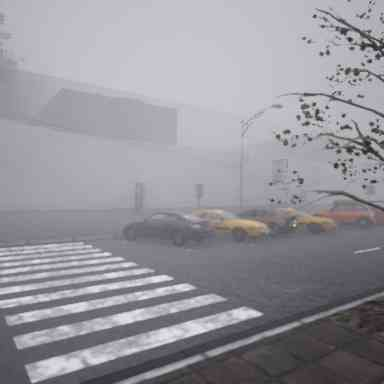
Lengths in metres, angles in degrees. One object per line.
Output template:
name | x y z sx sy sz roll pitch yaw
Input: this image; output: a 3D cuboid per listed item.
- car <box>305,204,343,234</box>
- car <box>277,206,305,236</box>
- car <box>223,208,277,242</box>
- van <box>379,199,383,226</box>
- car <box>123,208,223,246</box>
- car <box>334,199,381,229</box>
car | 6.262 1.691 20.883 5.366 1.575 1.946 -1 -2 35
car | 3.653 1.685 19.268 4.792 1.488 2.163 -1 -1 34
car | 1.404 1.611 17.420 5.366 1.575 1.946 -1 -1 34
van | 13.500 1.575 26.128 4.442 1.987 1.878 -1 -2 35
car | -1.176 1.620 15.787 4.674 1.452 2.002 -1 -1 35
car | 10.990 1.643 24.433 4.553 1.767 2.185 -1 -1 34
